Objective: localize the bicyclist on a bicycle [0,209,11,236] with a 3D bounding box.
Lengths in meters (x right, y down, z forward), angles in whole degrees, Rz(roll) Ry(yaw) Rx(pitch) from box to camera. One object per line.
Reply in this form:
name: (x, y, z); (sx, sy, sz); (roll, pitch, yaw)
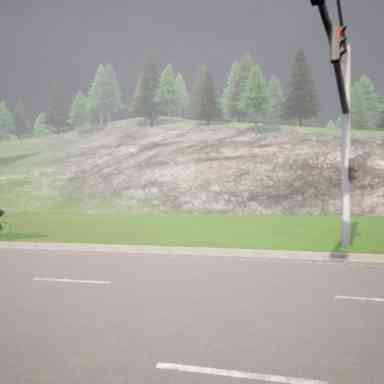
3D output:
bicyclist on a bicycle: (-8.284, 1.055, 13.699); (1.656, 1.620, 0.582); (11, 15, -29)
